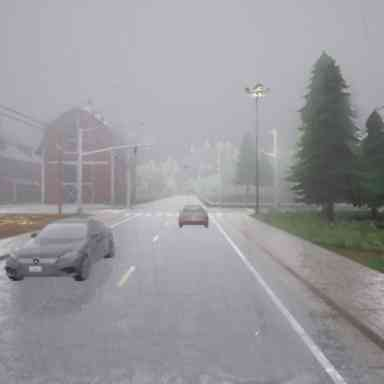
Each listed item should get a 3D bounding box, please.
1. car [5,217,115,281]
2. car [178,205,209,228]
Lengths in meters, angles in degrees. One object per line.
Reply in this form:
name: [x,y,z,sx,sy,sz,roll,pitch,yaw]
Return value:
car: [-3.595,1.524,9.980,1.812,1.442,4.674,0,0,0]
car: [0.099,1.559,22.332,1.994,1.385,4.181,0,0,0]
